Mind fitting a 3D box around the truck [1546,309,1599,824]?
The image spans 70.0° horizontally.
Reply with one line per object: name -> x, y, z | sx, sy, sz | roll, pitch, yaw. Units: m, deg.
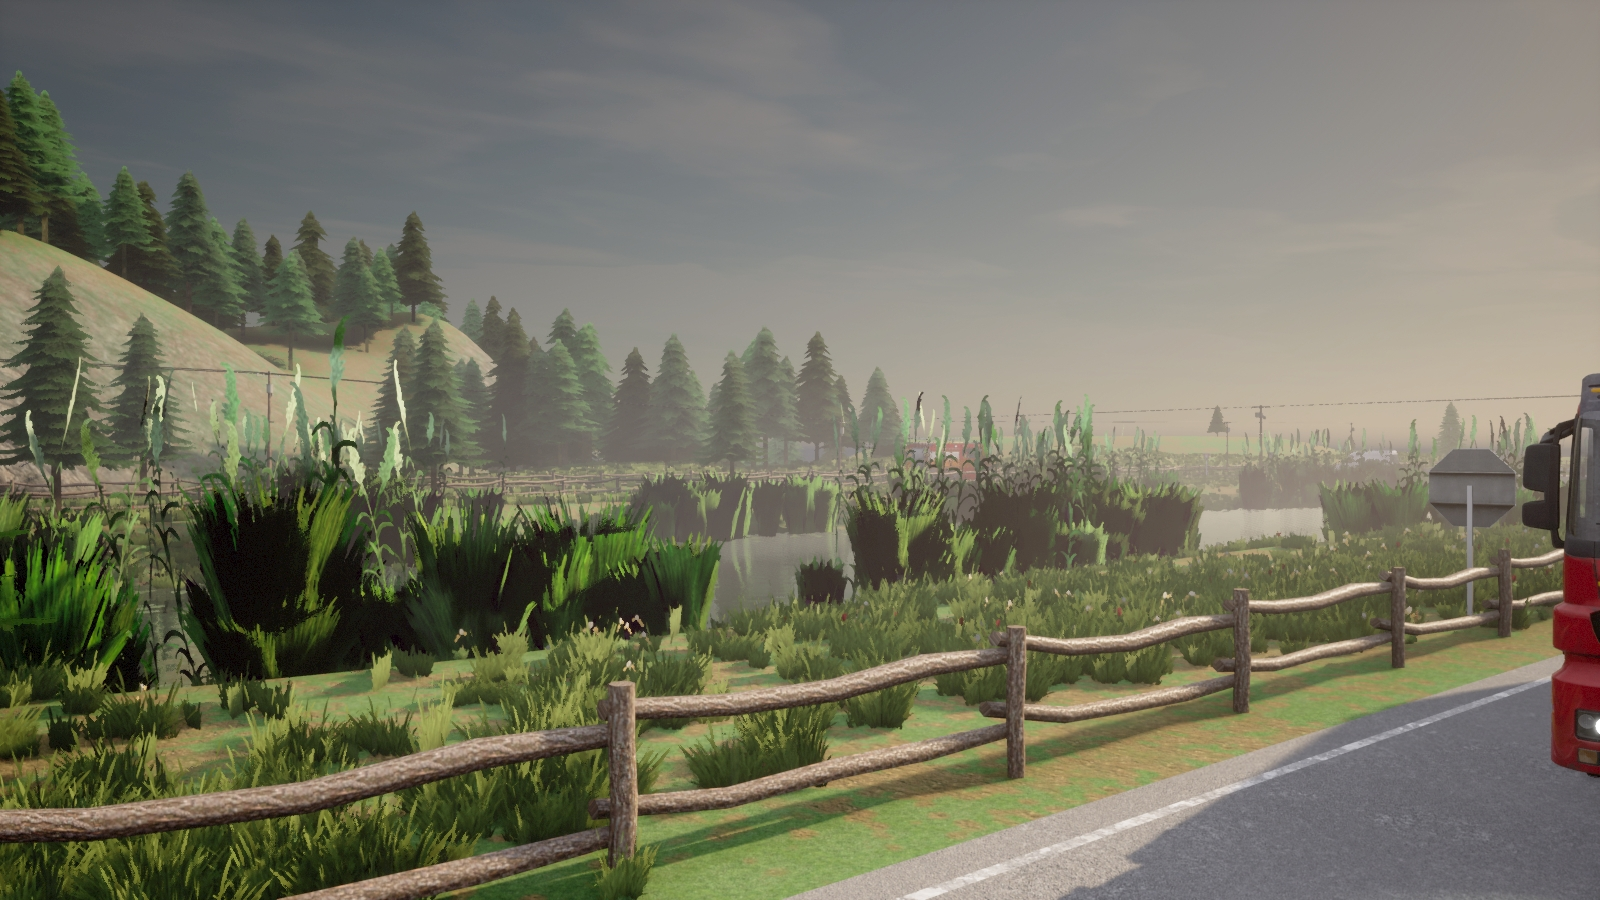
truck -> 9.557, 0.862, 10.963 | 2.891, 3.827, 8.468 | 0, 0, 41
